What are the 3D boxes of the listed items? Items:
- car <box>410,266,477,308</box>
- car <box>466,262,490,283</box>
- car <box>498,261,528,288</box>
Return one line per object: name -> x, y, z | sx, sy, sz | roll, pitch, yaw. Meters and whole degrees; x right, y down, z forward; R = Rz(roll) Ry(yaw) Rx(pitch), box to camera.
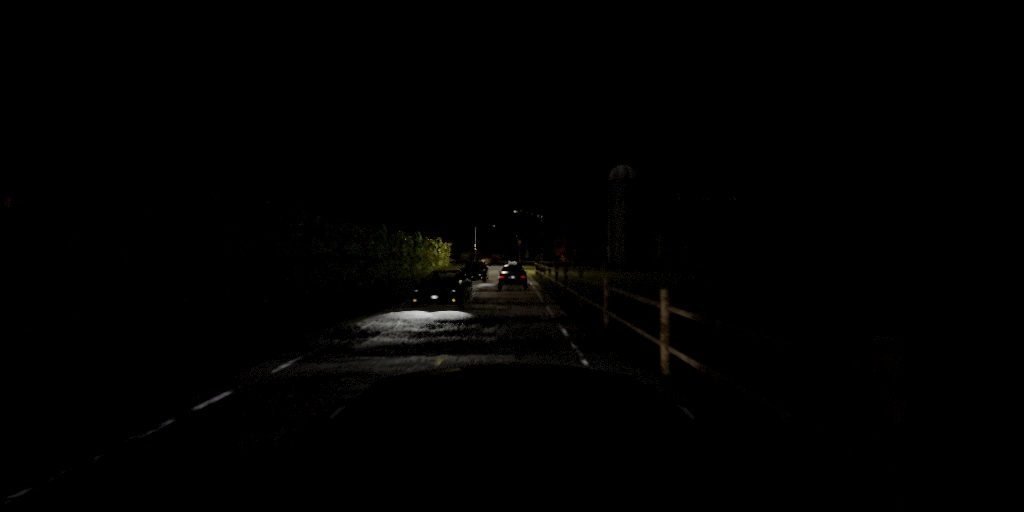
car -> -2.807, 1.300, 14.986 | 1.994, 1.385, 4.181 | 0, 0, 0
car -> -2.811, 1.230, 27.910 | 1.837, 1.490, 4.892 | 0, 0, 0
car -> 0.057, 1.277, 23.259 | 2.033, 1.411, 5.357 | 0, 0, 0
